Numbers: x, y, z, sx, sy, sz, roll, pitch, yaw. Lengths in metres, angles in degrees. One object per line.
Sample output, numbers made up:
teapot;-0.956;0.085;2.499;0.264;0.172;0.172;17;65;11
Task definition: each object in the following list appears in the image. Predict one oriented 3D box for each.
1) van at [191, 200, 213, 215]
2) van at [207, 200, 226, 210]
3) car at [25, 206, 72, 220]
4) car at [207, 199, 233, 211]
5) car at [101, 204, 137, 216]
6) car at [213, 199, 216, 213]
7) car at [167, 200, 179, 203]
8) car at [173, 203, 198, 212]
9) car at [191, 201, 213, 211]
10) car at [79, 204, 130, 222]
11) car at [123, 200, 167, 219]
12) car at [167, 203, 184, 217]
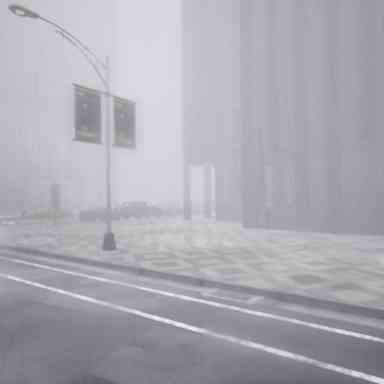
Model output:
van;0.591;2.067;43.371;1.690;1.788;3.998;-2;-2;36
van;4.693;2.429;63.748;1.690;1.788;3.998;-2;-2;36
car;-15.337;2.150;35.815;1.752;1.417;4.829;-2;-2;36
car;5.047;2.216;59.486;2.150;2.045;5.566;-1;-1;36
car;-9.543;2.311;43.892;2.008;1.369;4.403;-2;-2;36
car;3.561;2.110;47.502;2.192;1.841;5.009;-2;-2;36
car;-3.851;2.207;51.839;2.192;1.841;5.009;-2;-2;36
car;-1.000;2.503;55.803;1.887;1.381;4.507;-2;-2;36
car;1.846;2.463;59.776;1.967;1.590;4.097;-2;-2;36
car;-8.315;2.064;30.975;1.887;1.381;4.507;-2;-2;36
car;-5.348;1.903;35.111;2.192;1.841;5.009;-2;-2;36
car;-2.375;2.239;39.234;1.802;1.307;4.206;-2;-2;36
